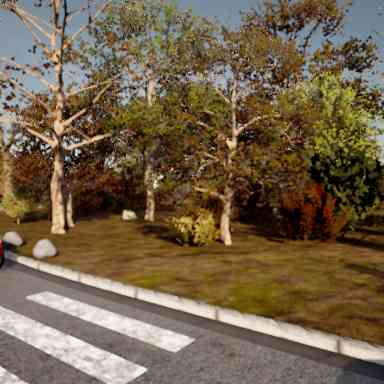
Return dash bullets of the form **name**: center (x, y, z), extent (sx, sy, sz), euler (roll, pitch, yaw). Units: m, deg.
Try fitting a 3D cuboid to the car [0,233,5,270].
- **car**: center (-7.223, 1.268, 9.544), extent (4.553, 1.767, 2.097), euler (0, 0, 41)
